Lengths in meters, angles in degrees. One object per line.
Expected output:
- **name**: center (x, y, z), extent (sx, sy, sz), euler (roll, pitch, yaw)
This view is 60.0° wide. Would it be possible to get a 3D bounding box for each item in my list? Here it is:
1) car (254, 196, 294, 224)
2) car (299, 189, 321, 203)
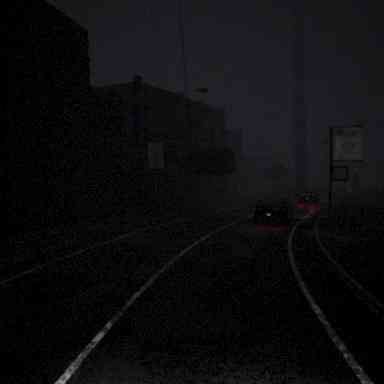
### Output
- **car**: center (5.243, 1.016, 20.900), extent (1.882, 1.535, 5.008), euler (1, 2, 23)
- **car**: center (13.563, 0.417, 38.086), extent (2.128, 1.511, 4.902), euler (2, 3, 27)
